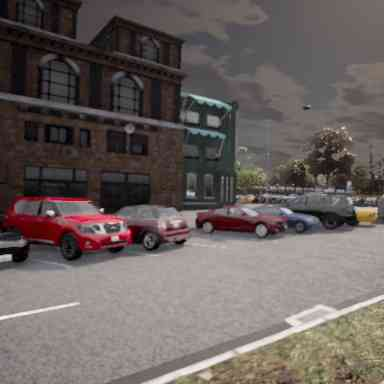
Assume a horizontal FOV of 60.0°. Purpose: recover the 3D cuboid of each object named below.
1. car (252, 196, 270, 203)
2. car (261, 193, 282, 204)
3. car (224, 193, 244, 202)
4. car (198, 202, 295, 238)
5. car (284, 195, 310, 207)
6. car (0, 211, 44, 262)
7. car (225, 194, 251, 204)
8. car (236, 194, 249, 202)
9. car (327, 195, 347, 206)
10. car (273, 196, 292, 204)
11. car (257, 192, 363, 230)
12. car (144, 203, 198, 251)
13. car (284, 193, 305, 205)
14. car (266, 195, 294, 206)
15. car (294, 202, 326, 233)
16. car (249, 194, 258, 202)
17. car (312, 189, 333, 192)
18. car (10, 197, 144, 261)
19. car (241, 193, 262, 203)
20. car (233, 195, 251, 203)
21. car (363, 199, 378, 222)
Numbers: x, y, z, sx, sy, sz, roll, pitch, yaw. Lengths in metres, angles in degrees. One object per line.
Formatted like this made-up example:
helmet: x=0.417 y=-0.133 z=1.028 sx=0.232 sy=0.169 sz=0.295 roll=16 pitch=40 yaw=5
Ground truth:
car: x=15.341 y=1.691 z=73.767 sx=2.231 sy=1.521 sz=4.892 roll=1 pitch=-2 yaw=35
car: x=17.105 y=1.440 z=71.314 sx=2.435 sy=2.045 sz=5.566 roll=1 pitch=-2 yaw=35
car: x=10.223 y=1.443 z=81.254 sx=2.435 sy=2.045 sz=5.566 roll=1 pitch=-2 yaw=35
car: x=2.545 y=1.476 z=17.744 sx=5.008 sy=1.535 sz=2.097 roll=-1 pitch=-1 yaw=35
car: x=14.402 y=1.201 z=45.381 sx=2.002 sy=1.452 sz=4.674 roll=1 pitch=0 yaw=35
car: x=-7.249 y=1.495 z=10.767 sx=4.792 sy=1.488 sz=2.163 roll=-1 pitch=-1 yaw=35
car: x=7.671 y=1.165 z=55.107 sx=2.231 sy=1.521 sz=4.892 roll=0 pitch=-1 yaw=35
car: x=9.453 y=1.163 z=52.834 sx=1.946 sy=1.575 sz=5.366 roll=0 pitch=-1 yaw=35
car: x=25.703 y=1.562 z=58.884 sx=2.185 sy=1.767 sz=4.553 roll=1 pitch=-2 yaw=35
car: x=18.779 y=1.717 z=68.771 sx=2.163 sy=1.488 sz=4.792 roll=1 pitch=-2 yaw=35
car: x=7.454 y=1.218 z=21.239 sx=5.566 sy=2.045 sz=2.435 roll=-1 pitch=0 yaw=35
car: x=-2.349 y=1.345 z=14.241 sx=4.553 sy=1.767 sz=2.185 roll=-1 pitch=-1 yaw=35
car: x=20.513 y=1.436 z=66.294 sx=2.435 sy=2.045 sz=5.566 roll=1 pitch=-2 yaw=35
car: x=12.716 y=1.162 z=47.810 sx=2.231 sy=1.521 sz=4.892 roll=0 pitch=-1 yaw=35
car: x=5.018 y=1.515 z=19.486 sx=4.674 sy=1.452 sz=2.002 roll=-1 pitch=-1 yaw=35
car: x=11.018 y=1.036 z=50.224 sx=2.185 sy=1.767 sz=4.553 roll=0 pitch=-1 yaw=35
car: x=16.082 y=0.908 z=42.923 sx=2.435 sy=2.045 sz=5.566 roll=1 pitch=-1 yaw=35
car: x=-4.799 y=1.217 z=12.515 sx=5.566 sy=2.045 sz=2.435 roll=-1 pitch=-1 yaw=35
car: x=13.624 y=1.439 z=76.235 sx=2.435 sy=2.045 sz=5.566 roll=1 pitch=-2 yaw=35
car: x=11.813 y=1.681 z=78.585 sx=1.946 sy=1.575 sz=5.366 roll=1 pitch=-2 yaw=35
car: x=9.798 y=1.456 z=23.076 sx=5.366 sy=1.575 sz=1.946 roll=-1 pitch=0 yaw=35
